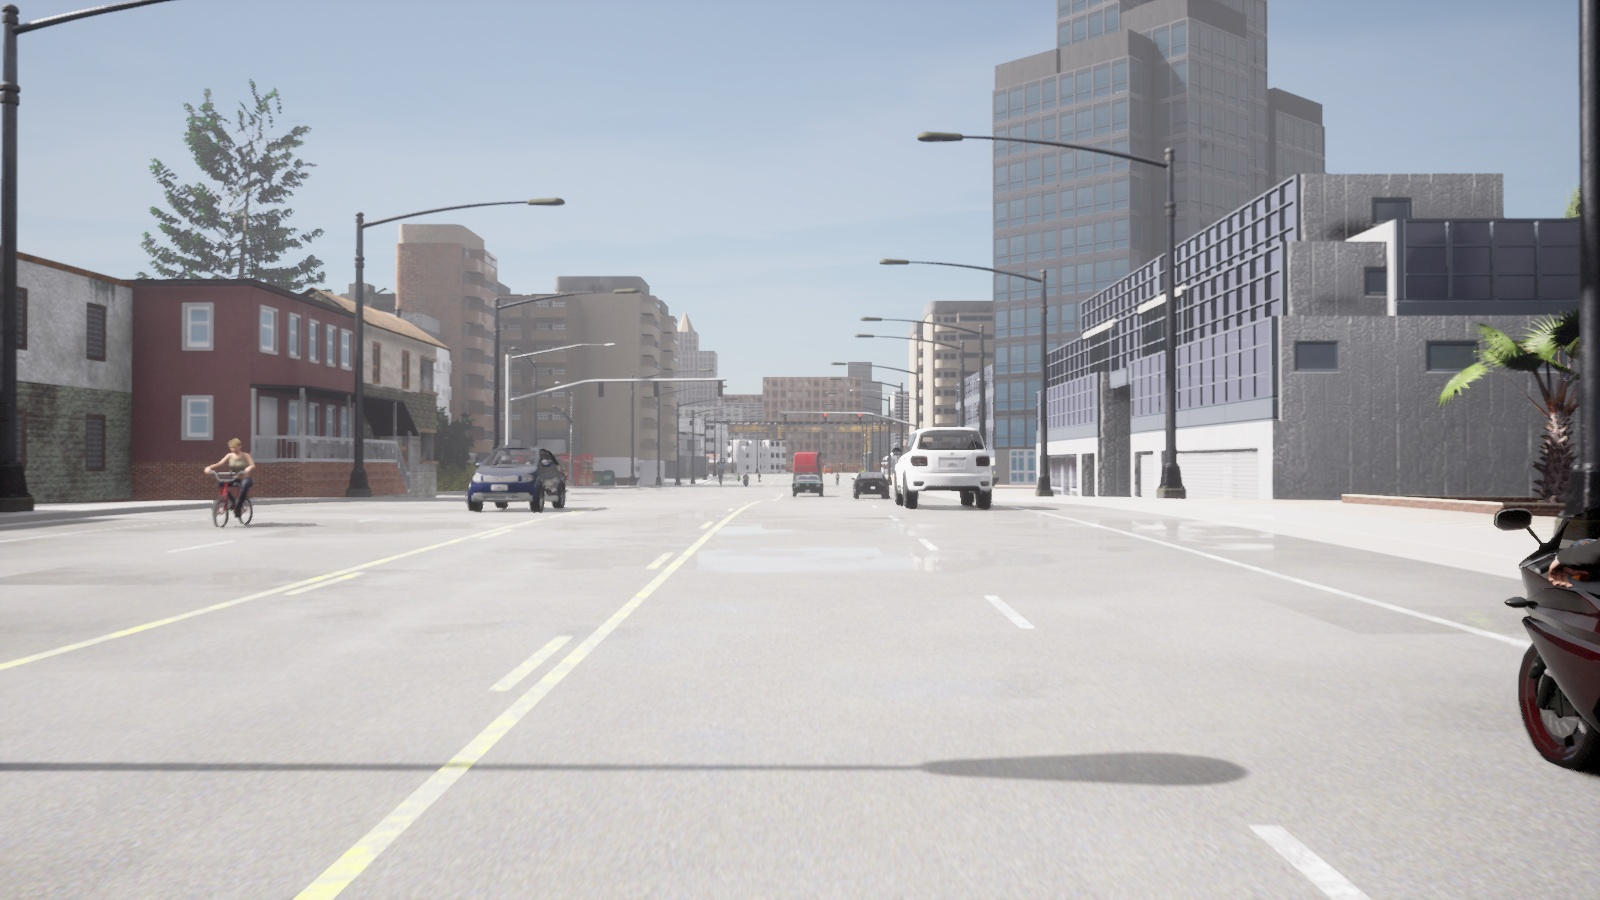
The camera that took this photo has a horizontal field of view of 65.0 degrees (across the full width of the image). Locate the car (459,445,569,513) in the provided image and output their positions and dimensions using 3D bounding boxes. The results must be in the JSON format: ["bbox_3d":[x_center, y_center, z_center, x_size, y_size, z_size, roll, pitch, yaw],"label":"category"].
[{"bbox_3d":[-6.806,0.686,30.219,1.789,1.549,3.705,0,-1,0],"label":"car"}]

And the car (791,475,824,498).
[{"bbox_3d":[0.459,2.143,75.165,1.895,1.301,4.718,0,-1,0],"label":"car"}]

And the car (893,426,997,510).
[{"bbox_3d":[3.713,0.489,33.170,2.150,2.045,5.566,0,-1,0],"label":"car"}]

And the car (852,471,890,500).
[{"bbox_3d":[3.930,1.943,70.156,1.882,1.535,5.008,0,-1,0],"label":"car"}]

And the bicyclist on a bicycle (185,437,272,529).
[{"bbox_3d":[-10.335,0.576,22.751,0.866,1.612,1.509,0,0,1],"label":"bicyclist on a bicycle"}]

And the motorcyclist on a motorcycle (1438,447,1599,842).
[{"bbox_3d":[3.542,0.757,5.043,0.866,1.530,2.191,0,0,1],"label":"motorcyclist on a motorcycle"}]
